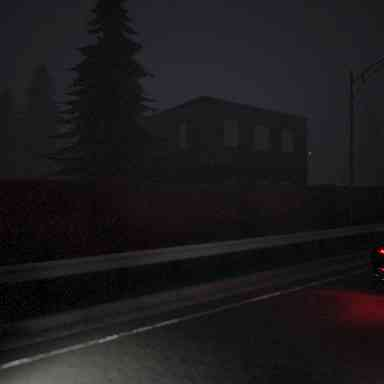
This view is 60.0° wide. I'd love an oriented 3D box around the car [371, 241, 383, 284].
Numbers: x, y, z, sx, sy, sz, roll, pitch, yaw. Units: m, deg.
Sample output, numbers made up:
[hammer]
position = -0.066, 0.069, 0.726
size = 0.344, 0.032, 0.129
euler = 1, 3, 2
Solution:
[car]
position = 6.368, 1.509, 8.308
size = 4.892, 1.490, 1.837
euler = 0, 0, -35
